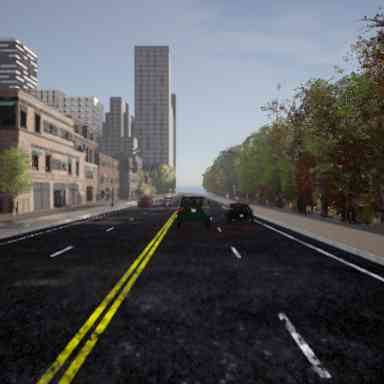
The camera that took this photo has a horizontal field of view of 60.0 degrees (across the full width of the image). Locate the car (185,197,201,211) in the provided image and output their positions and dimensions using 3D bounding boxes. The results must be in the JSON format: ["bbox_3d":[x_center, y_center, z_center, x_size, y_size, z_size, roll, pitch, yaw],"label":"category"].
[{"bbox_3d":[0.091,1.406,41.152,1.882,1.535,5.008,0,0,0],"label":"car"}]

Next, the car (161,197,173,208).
[{"bbox_3d":[-3.311,1.409,47.577,2.128,1.511,4.902,0,0,0],"label":"car"}]

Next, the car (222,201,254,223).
[{"bbox_3d":[3.348,1.436,24.857,1.882,1.535,5.008,0,0,0],"label":"car"}]

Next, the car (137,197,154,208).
[{"bbox_3d":[-6.559,1.395,47.272,1.882,1.535,5.008,0,0,0],"label":"car"}]

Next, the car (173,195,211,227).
[{"bbox_3d":[0.101,1.186,22.725,2.150,2.045,5.566,0,0,0],"label":"car"}]
